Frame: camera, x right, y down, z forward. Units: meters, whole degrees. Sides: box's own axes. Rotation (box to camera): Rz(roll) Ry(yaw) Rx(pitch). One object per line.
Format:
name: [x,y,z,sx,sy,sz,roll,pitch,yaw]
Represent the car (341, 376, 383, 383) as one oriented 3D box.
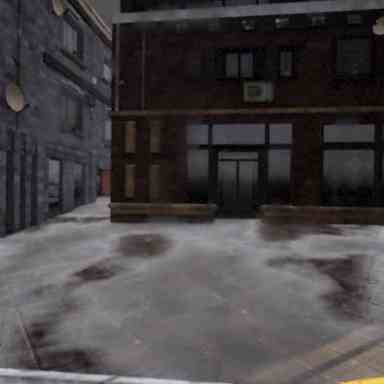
car: [3.319,1.442,1.532,5.366,1.575,1.801,0,0,7]
